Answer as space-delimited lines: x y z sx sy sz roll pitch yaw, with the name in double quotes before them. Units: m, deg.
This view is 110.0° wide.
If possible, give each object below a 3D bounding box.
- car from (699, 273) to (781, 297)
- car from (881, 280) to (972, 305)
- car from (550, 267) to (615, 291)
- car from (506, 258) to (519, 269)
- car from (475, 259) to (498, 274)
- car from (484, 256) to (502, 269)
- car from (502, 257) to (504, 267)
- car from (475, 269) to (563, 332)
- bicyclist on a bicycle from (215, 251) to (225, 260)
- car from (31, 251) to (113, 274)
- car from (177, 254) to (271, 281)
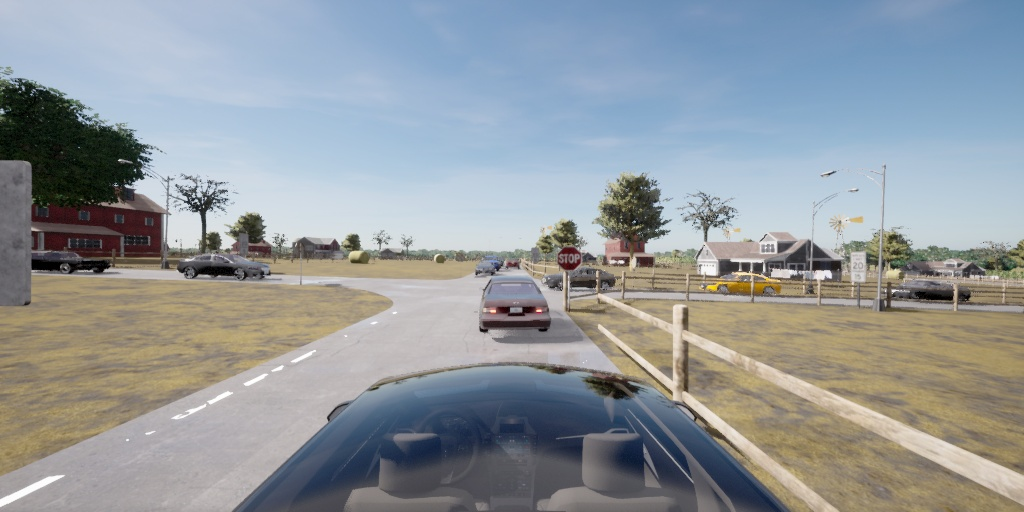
"car" 15.561 1.890 24.597 5.008 1.535 1.882 2 0 0
"car" 28.262 2.415 24.601 4.902 1.511 2.128 2 0 0
"car" 4.281 1.466 23.156 4.892 1.490 1.837 2 0 -19
"car" 0.131 1.135 59.221 2.097 1.767 4.553 0 0 0
"car" -2.831 1.289 38.351 1.812 1.442 4.674 0 0 0
"car" -2.813 0.991 48.314 2.150 2.045 5.566 0 0 0
"car" -2.803 1.134 58.374 2.097 1.767 4.553 0 0 0
"car" -0.029 1.299 10.822 2.033 1.411 5.357 0 0 -3
"bicyclist on a bicycle" -22.604 0.406 27.605 0.582 1.620 1.656 2 0 0
"car" -27.348 0.366 21.619 4.718 1.301 1.895 2 0 0
"car" -17.245 0.630 21.623 4.902 1.511 2.128 2 0 0
